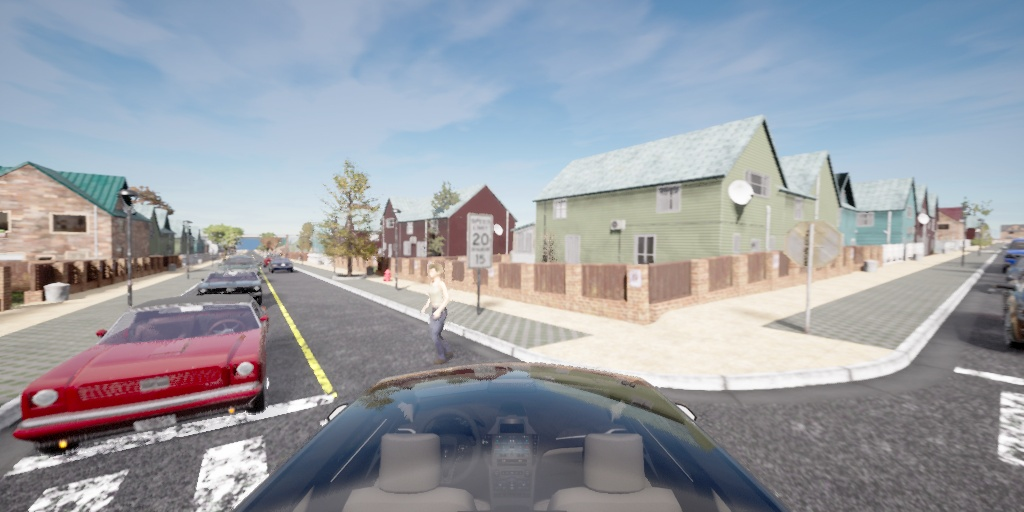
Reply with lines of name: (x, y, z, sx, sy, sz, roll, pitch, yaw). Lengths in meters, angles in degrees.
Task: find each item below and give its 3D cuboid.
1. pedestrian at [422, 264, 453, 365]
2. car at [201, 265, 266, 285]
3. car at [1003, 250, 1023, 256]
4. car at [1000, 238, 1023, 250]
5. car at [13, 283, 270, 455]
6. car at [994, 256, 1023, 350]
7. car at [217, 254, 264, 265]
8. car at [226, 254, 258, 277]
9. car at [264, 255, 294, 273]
pedestrian: (-1.330, 1.009, 6.455, 0.375, 1.860, 0.375, -2, 4, -36)
car: (-10.909, 1.206, 14.032, 1.895, 1.301, 4.718, -1, 1, -36)
car: (19.356, 0.666, 12.940, 4.674, 1.442, 1.812, -2, 3, -36)
car: (30.201, -0.017, 20.713, 5.566, 2.045, 2.150, -2, 4, -36)
car: (-4.786, 1.328, 5.397, 1.895, 1.301, 4.718, 0, 1, -34)
car: (10.826, 0.930, 6.742, 4.902, 1.511, 2.128, -2, 3, -37)
car: (-17.305, 0.836, 22.801, 2.097, 1.767, 4.553, -1, 1, -36)
car: (-23.251, 0.723, 31.002, 2.097, 1.767, 4.553, -1, 1, -36)
car: (-22.609, 0.864, 35.070, 2.033, 1.411, 5.357, -1, 1, -37)
